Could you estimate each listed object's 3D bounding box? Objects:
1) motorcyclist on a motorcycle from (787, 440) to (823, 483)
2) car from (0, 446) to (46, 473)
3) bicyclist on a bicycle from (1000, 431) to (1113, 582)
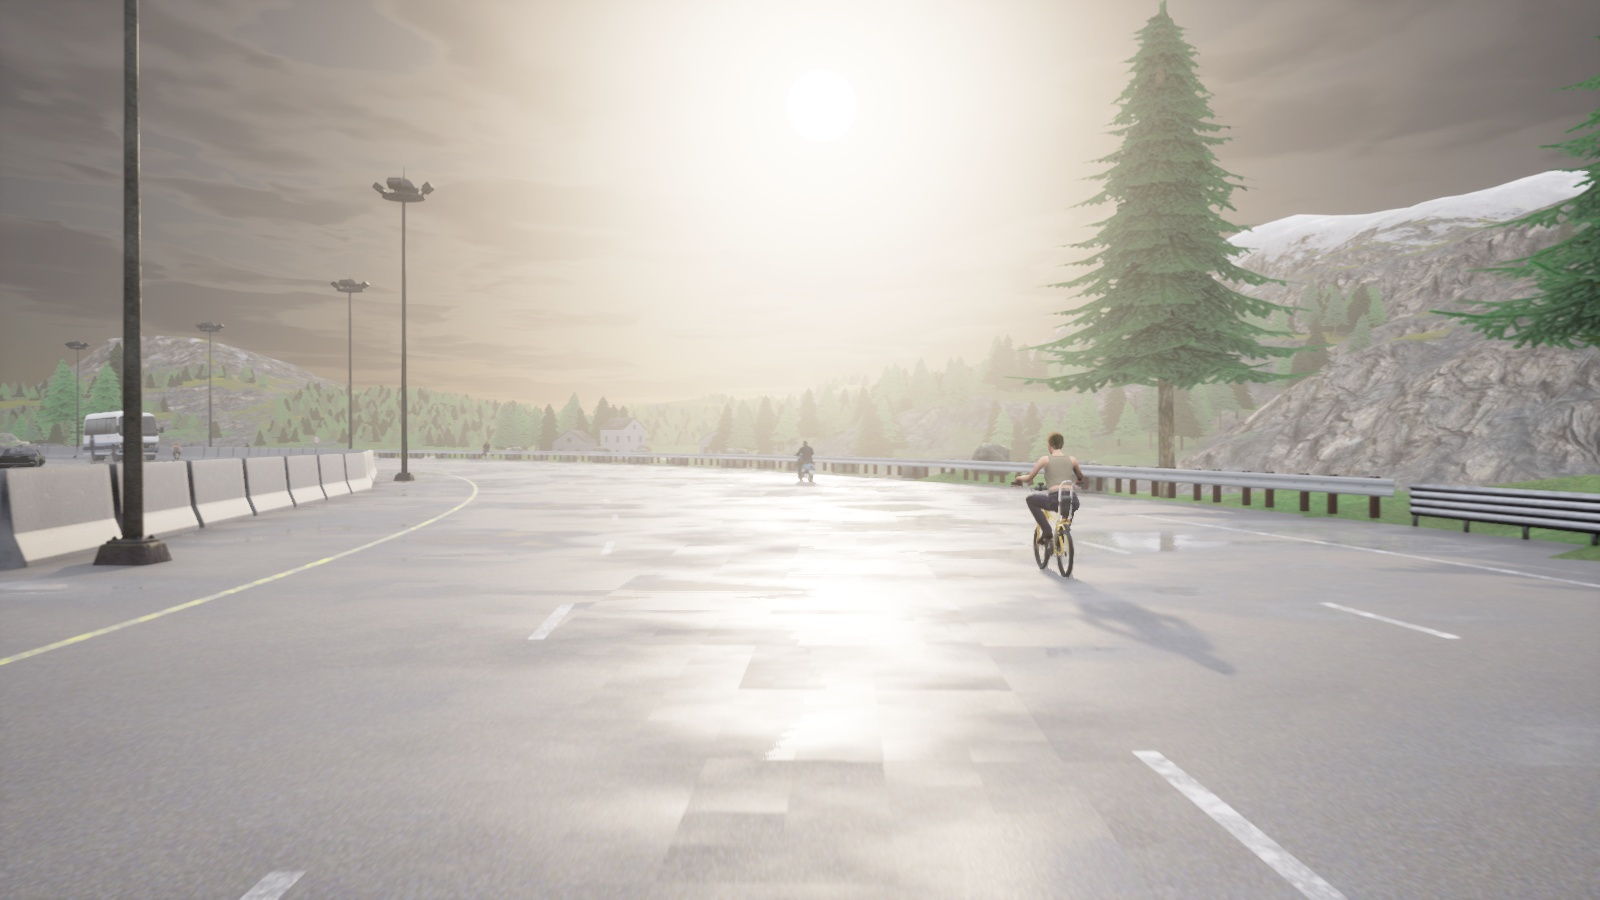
[{"bbox_3d":[0.180,0.429,48.012,0.866,1.590,1.817,-1,1,-16],"label":"motorcyclist on a motorcycle"},{"bbox_3d":[-39.236,0.472,63.133,1.895,1.301,4.718,0,0,-26],"label":"car"},{"bbox_3d":[2.870,0.604,14.224,0.866,1.612,1.509,0,0,-4],"label":"bicyclist on a bicycle"}]
